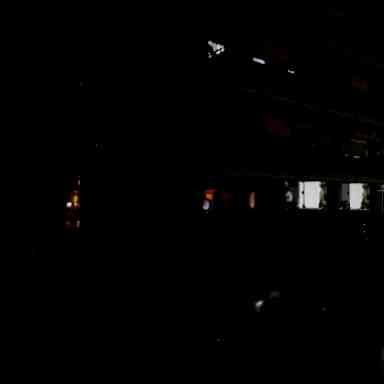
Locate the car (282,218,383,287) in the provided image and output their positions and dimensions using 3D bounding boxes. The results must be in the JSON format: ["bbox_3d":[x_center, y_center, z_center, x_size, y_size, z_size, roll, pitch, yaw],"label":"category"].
[{"bbox_3d":[4.978,1.621,10.109,4.403,1.369,2.008,1,0,-35],"label":"car"}]

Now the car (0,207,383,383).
[{"bbox_3d":[0.541,1.239,3.761,5.566,2.045,2.150,1,0,-35],"label":"car"}]

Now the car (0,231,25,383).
[{"bbox_3d":[-4.219,1.429,3.551,4.097,1.590,1.967,1,0,-35],"label":"car"}]
